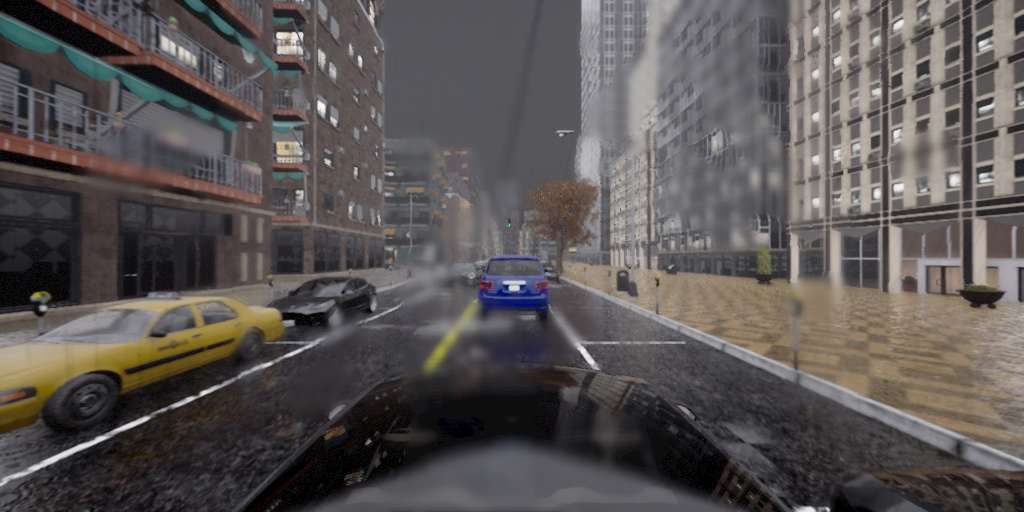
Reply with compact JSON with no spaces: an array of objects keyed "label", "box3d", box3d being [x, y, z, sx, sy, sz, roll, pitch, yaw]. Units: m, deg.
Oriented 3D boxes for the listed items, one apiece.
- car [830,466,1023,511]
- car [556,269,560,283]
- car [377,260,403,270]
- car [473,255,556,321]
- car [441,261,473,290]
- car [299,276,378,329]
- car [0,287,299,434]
[{"label":"car","box3d":[2.691,1.314,0.233,1.948,1.339,4.313,0,0,0]},{"label":"car","box3d":[2.696,1.361,27.848,1.948,1.339,4.313,0,0,0]},{"label":"car","box3d":[-16.427,1.172,46.346,4.403,1.370,2.007,0,0,-1]},{"label":"car","box3d":[0.081,0.989,12.757,2.150,2.045,5.566,0,0,0]},{"label":"car","box3d":[-3.089,1.137,22.823,2.097,1.767,4.553,0,0,0]},{"label":"car","box3d":[-5.688,1.330,11.281,1.948,1.339,4.313,0,0,0]},{"label":"car","box3d":[-5.689,1.281,5.589,1.751,1.417,4.829,0,0,0]}]
